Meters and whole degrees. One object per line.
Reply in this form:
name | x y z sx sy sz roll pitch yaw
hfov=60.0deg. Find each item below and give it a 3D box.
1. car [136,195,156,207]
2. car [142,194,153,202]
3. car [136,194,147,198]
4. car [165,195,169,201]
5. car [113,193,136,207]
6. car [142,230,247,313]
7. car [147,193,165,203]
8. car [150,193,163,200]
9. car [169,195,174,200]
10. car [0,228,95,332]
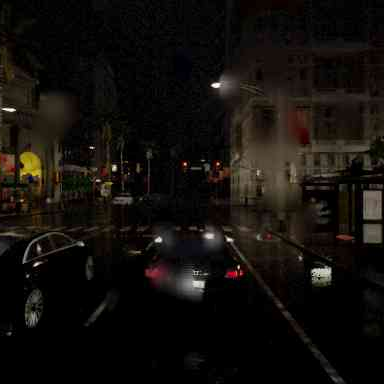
car | -6.884 1.564 50.089 1.994 1.385 4.181 0 0 -5
car | -10.612 1.355 79.206 2.097 1.767 4.553 0 0 0
car | -10.598 1.543 67.991 2.033 1.411 5.357 0 0 0
car | -7.108 1.524 78.402 1.812 1.442 4.674 0 0 0
car | -10.666 1.221 51.604 2.150 2.045 5.566 0 0 0
car | 0.053 1.564 7.749 1.994 1.385 4.181 0 0 0
car | -7.121 1.352 66.724 2.097 1.767 4.553 0 0 0
car | -9.711 1.225 90.906 2.150 2.045 5.566 0 0 10
car | -6.195 1.478 90.642 1.882 1.535 5.008 0 0 10
car | -3.452 1.492 6.816 2.128 1.511 4.902 0 0 0
